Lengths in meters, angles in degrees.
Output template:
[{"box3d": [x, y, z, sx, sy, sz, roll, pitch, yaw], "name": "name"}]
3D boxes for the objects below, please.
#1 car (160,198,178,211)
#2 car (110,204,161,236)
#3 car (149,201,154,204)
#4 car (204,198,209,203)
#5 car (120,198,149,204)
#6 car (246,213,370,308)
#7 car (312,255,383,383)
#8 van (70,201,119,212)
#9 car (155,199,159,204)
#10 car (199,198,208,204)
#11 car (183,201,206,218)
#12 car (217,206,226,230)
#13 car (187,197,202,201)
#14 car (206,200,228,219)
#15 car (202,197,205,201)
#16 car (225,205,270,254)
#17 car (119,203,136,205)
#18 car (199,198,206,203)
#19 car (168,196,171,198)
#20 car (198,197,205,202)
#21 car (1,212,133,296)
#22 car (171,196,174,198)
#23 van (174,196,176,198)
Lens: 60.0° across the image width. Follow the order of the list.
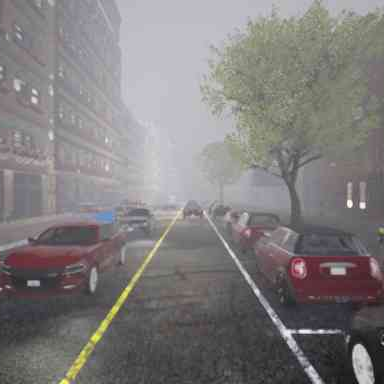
[{"box3d": [-3.005, 1.911, 46.485, 1.895, 1.301, 4.718, 0, 0, 0], "name": "car"}, {"box3d": [-3.088, 1.633, 19.110, 1.812, 1.442, 4.674, 0, 0, 0], "name": "car"}, {"box3d": [-5.695, 1.779, 36.536, 1.947, 1.339, 4.313, 0, 0, 0], "name": "car"}, {"box3d": [2.685, 1.653, 36.536, 1.967, 1.590, 4.097, 0, 0, 0], "name": "car"}, {"box3d": [-5.695, 1.492, 30.840, 2.192, 1.841, 5.009, 0, 0, 0], "name": "car"}, {"box3d": [2.689, 1.485, 8.052, 1.967, 1.590, 4.097, 0, 0, 0], "name": "car"}, {"box3d": [2.690, 1.565, 2.355, 2.008, 1.369, 4.403, 0, 0, 0], "name": "car"}, {"box3d": [-5.694, 1.450, 19.446, 1.690, 1.788, 3.998, 0, 0, 0], "name": "van"}, {"box3d": [-5.696, 1.802, 42.232, 2.008, 1.369, 4.403, 0, 0, 0], "name": "car"}, {"box3d": [2.679, 2.034, 76.410, 1.887, 1.381, 4.507, 0, 0, 0], "name": "car"}, {"box3d": [0.097, 1.784, 31.744, 1.895, 1.301, 4.718, 0, 0, 0], "name": "car"}, {"box3d": [2.688, 1.690, 19.445, 1.802, 1.307, 4.206, 0, 0, 0], "name": "car"}, {"box3d": [0.062, 1.755, 46.205, 1.882, 1.535, 5.008, 0, 0, 0], "name": "car"}, {"box3d": [2.686, 1.728, 30.838, 2.008, 1.369, 4.403, 0, 0, 0], "name": "car"}, {"box3d": [2.681, 1.957, 65.018, 2.008, 1.369, 4.403, 0, 0, 0], "name": "car"}, {"box3d": [2.688, 1.516, 13.748, 1.967, 1.590, 4.097, 0, 0, 0], "name": "car"}, {"box3d": [-5.694, 1.724, 25.142, 1.802, 1.307, 4.206, 0, 0, 0], "name": "car"}, {"box3d": [2.677, 2.160, 87.803, 1.802, 1.307, 4.206, 0, 0, 0], "name": "car"}, {"box3d": [-5.700, 1.951, 65.020, 1.887, 1.381, 4.507, 0, 0, 0], "name": "car"}, {"box3d": [2.676, 2.168, 93.501, 1.887, 1.381, 4.507, 0, 0, 0], "name": "car"}, {"box3d": [-3.094, 1.528, 9.013, 1.882, 1.535, 5.008, 0, 0, 0], "name": "car"}, {"box3d": [-5.702, 2.056, 76.411, 1.947, 1.339, 4.313, 0, 0, 0], "name": "car"}, {"box3d": [-5.705, 1.965, 93.504, 1.690, 1.788, 3.998, 0, 0, 0], "name": "van"}]
